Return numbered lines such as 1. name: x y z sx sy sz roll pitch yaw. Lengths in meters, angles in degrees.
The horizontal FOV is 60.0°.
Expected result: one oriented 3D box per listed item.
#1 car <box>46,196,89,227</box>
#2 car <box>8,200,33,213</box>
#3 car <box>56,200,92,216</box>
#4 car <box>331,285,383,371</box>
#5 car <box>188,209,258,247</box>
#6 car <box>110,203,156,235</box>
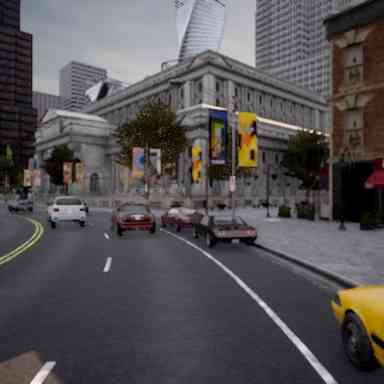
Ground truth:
1. car: -9.140 1.330 23.934 2.150 2.045 5.566 0 0 -27
2. car: -20.098 1.667 38.871 2.128 1.511 4.902 0 0 -40
3. car: -12.536 1.651 35.195 2.128 1.511 4.902 0 0 -38
4. car: 2.997 1.469 2.733 1.801 1.575 5.366 0 0 -2
5. car: 1.296 1.665 15.359 1.895 1.301 4.718 0 0 -11
6. car: -3.631 1.442 19.798 2.097 1.767 4.553 0 0 -19
